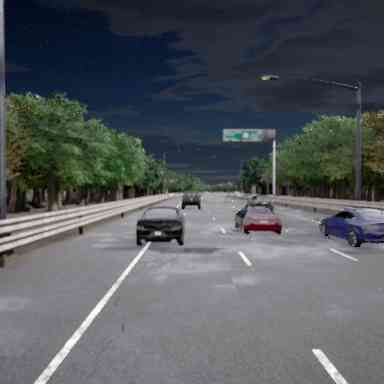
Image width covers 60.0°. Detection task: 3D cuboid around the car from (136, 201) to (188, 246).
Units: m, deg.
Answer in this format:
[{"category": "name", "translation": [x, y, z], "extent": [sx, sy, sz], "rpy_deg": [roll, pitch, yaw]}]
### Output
[{"category": "car", "translation": [-1.267, 1.365, 14.788], "extent": [1.882, 1.535, 5.008], "rpy_deg": [0, 0, 0]}]

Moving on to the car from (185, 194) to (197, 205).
[{"category": "car", "translation": [-0.137, 1.125, 51.819], "extent": [1.882, 1.535, 5.008], "rpy_deg": [0, 0, 0]}]

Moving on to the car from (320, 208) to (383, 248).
[{"category": "car", "translation": [7.047, 1.417, 14.027], "extent": [1.812, 1.442, 4.674], "rpy_deg": [0, 0, 0]}]

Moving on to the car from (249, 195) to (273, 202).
[{"category": "car", "translation": [7.005, 1.106, 34.147], "extent": [2.097, 1.767, 4.553], "rpy_deg": [0, 1, 0]}]

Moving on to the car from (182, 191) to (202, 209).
[{"category": "car", "translation": [-0.057, 0.939, 39.169], "extent": [2.150, 2.045, 5.566], "rpy_deg": [0, 0, 1]}]

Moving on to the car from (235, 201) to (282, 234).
[{"category": "car", "translation": [3.548, 1.424, 18.377], "extent": [1.994, 1.385, 4.181], "rpy_deg": [0, 0, 0]}]
